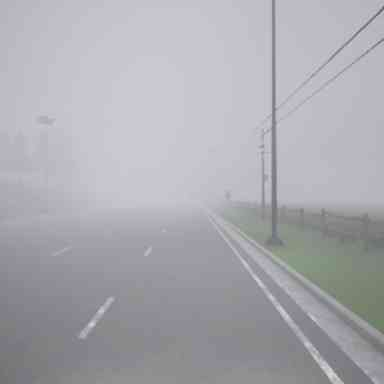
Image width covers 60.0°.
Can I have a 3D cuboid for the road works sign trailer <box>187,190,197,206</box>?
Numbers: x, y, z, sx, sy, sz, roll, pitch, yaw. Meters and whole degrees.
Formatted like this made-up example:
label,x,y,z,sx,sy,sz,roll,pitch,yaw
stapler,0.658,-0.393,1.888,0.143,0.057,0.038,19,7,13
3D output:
label,x,y,z,sx,sy,sz,roll,pitch,yaw
road works sign trailer,-0.015,1.253,73.884,2.380,3.560,2.880,0,-1,0
